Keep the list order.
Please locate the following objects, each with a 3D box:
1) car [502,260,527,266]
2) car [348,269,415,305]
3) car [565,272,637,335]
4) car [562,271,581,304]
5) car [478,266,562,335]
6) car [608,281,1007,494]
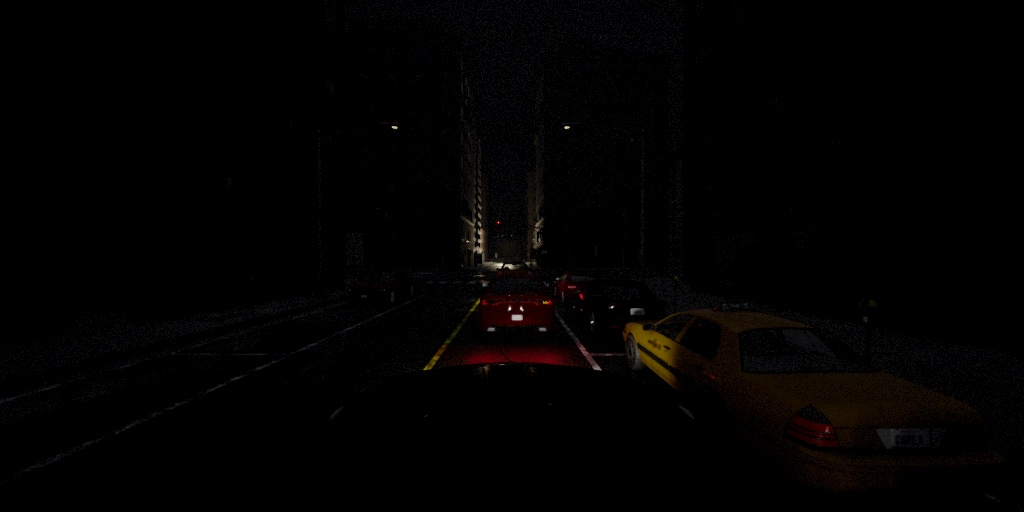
[{"bbox_3d":[0.145,1.096,20.817,2.097,1.767,4.553,0,0,0],"label":"car"},{"bbox_3d":[-5.636,1.291,15.911,1.888,1.381,4.507,0,0,0],"label":"car"},{"bbox_3d":[2.895,1.313,10.305,1.948,1.339,4.313,0,0,0],"label":"car"},{"bbox_3d":[2.910,1.327,15.891,1.802,1.307,4.207,0,0,0],"label":"car"},{"bbox_3d":[0.118,1.225,10.488,1.882,1.535,5.008,0,0,0],"label":"car"},{"bbox_3d":[2.880,1.274,4.889,1.751,1.417,4.829,0,0,0],"label":"car"}]
